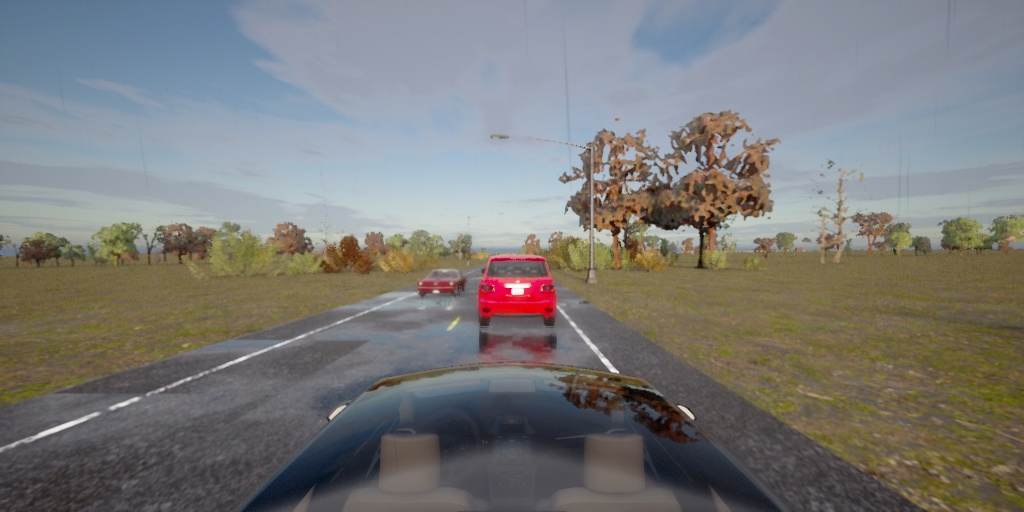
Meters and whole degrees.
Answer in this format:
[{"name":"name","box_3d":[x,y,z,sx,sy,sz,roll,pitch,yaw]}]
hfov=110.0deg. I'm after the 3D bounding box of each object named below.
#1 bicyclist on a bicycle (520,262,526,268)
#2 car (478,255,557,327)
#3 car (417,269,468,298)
[{"name":"bicyclist on a bicycle","box_3d":[1.139,1.123,36.850,0.659,1.776,1.843,0,0,0]},{"name":"car","box_3d":[0.144,0.974,11.717,2.150,2.045,5.566,0,0,0]},{"name":"car","box_3d":[-3.511,1.351,18.781,1.895,1.301,4.718,0,0,0]}]
